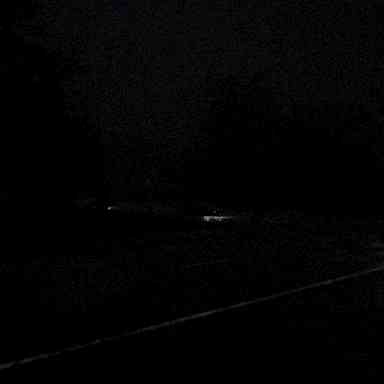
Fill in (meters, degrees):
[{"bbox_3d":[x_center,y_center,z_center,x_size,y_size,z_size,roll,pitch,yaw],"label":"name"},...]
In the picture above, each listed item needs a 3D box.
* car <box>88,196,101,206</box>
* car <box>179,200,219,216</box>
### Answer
[{"bbox_3d":[-14.577,1.377,52.340,2.097,1.767,4.553,0,0,-38],"label":"car"},{"bbox_3d":[0.646,1.594,33.013,1.837,1.490,4.892,0,0,-38],"label":"car"}]
